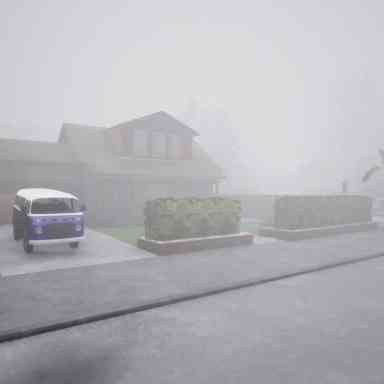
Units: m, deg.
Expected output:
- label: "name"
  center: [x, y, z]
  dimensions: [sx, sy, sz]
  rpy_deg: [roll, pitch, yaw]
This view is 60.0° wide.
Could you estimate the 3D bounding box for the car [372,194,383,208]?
- label: "car"
  center: [23.994, 0.986, 40.731]
  dimensions: [3.866, 1.878, 1.905]
  rpy_deg: [0, 0, 0]
